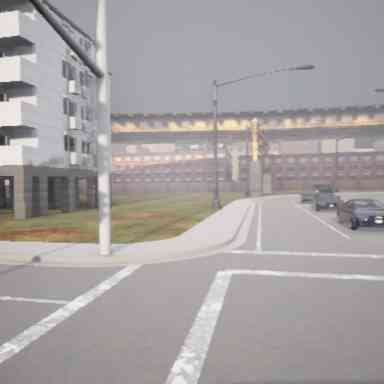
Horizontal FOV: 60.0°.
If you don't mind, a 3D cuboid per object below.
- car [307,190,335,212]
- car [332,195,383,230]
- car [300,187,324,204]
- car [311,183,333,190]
[{"bbox_3d":[10.620,0.773,26.285,1.994,1.385,4.181,0,1,12],"label":"car"},{"bbox_3d":[8.570,1.045,16.498,1.994,1.385,4.181,0,1,11],"label":"car"},{"bbox_3d":[12.820,0.474,36.443,2.033,1.411,5.357,0,1,16],"label":"car"},{"bbox_3d":[17.514,-0.144,45.693,2.150,2.045,5.566,1,2,41],"label":"car"}]
